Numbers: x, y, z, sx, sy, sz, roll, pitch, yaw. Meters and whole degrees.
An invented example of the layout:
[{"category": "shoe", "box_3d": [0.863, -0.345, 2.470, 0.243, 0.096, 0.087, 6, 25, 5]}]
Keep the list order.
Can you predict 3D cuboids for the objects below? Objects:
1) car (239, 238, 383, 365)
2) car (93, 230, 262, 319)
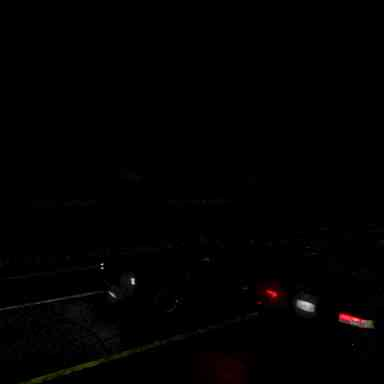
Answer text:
[{"category": "car", "box_3d": [3.532, 1.546, 5.830, 5.357, 1.411, 2.033, 0, 0, -36]}, {"category": "car", "box_3d": [0.326, 1.600, 7.482, 4.718, 1.301, 1.895, 0, 0, -35]}]
